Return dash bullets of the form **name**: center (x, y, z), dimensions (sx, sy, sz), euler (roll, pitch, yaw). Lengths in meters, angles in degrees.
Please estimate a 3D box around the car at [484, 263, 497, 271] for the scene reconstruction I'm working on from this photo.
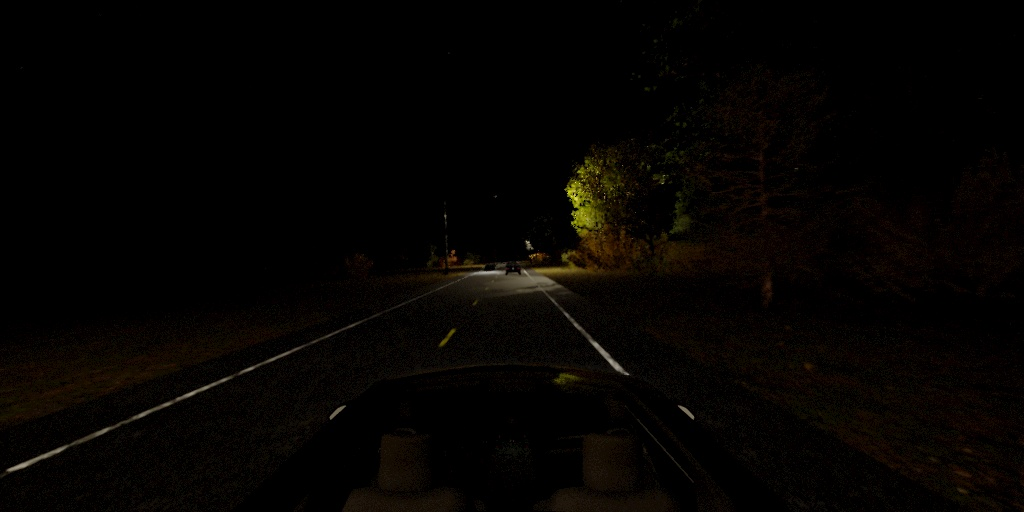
- **car**: center (-3.470, 1.774, 58.722), dimensions (1.895, 1.301, 4.718), euler (-2, 0, 1)

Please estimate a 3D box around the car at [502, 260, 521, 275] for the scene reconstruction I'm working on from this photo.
- **car**: center (0.157, 1.505, 44.017), dimensions (2.033, 1.411, 5.357), euler (-2, 0, 0)
